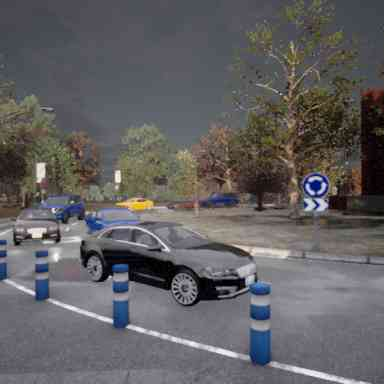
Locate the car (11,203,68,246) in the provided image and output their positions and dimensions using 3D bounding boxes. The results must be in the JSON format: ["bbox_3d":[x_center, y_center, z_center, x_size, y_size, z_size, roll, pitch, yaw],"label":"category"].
[{"bbox_3d":[-7.354,1.514,15.795,2.128,1.511,4.902,0,0,-25],"label":"car"}]

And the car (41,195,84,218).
[{"bbox_3d":[-9.911,1.233,25.307,2.150,2.045,5.566,0,0,0],"label":"car"}]

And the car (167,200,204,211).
[{"bbox_3d":[-1.008,1.492,39.894,4.181,1.385,1.994,0,0,-42],"label":"car"}]

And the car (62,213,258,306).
[{"bbox_3d":[-0.776,1.498,8.127,4.902,1.511,2.128,0,0,38],"label":"car"}]

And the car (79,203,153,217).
[{"bbox_3d":[-3.636,1.481,15.529,1.882,1.535,5.008,-1,1,-30],"label":"car"}]

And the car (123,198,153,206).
[{"bbox_3d":[-6.538,1.440,37.985,1.882,1.535,5.008,0,0,34],"label":"car"}]

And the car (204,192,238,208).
[{"bbox_3d":[3.827,1.102,46.872,5.566,2.045,2.150,-1,0,-20],"label":"car"}]
